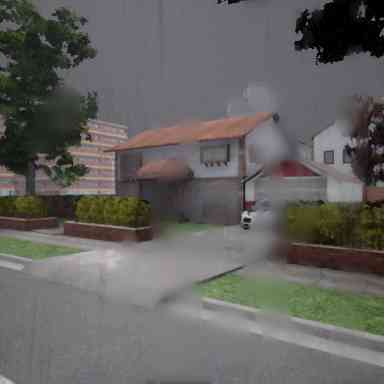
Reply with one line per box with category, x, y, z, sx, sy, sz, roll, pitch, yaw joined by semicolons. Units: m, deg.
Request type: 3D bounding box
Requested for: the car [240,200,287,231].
car;4.101;1.166;17.378;1.970;1.475;3.806;0;0;36
